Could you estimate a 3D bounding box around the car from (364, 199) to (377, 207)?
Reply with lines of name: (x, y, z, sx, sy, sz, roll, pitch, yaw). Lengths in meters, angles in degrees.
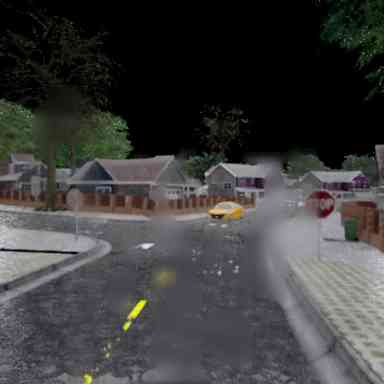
car: (33.580, 2.135, 62.963, 4.902, 1.511, 2.128, 1, 0, -32)

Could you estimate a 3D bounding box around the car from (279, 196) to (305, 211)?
car: (14.180, 1.580, 46.476, 2.150, 2.045, 5.566, 1, 1, 37)

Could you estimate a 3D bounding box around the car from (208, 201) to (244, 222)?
car: (2.844, 1.568, 27.374, 1.882, 1.535, 5.008, 1, 1, 23)
